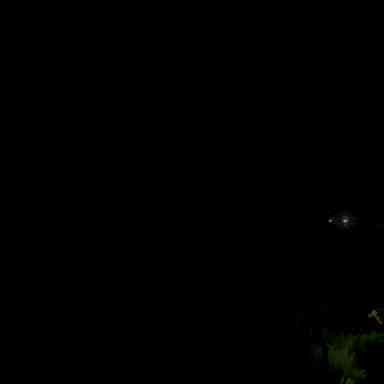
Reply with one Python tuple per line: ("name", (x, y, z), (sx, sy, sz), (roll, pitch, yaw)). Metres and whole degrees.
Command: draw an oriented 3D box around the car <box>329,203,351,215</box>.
("car", (17.298, 2.025, 38.802), (1.837, 1.490, 4.892), (-4, -2, 34))
